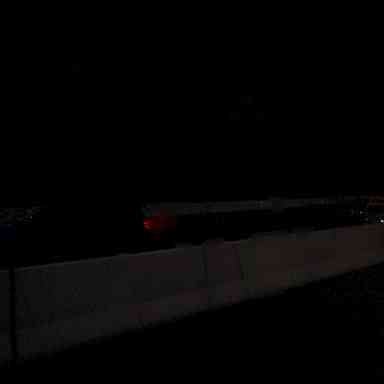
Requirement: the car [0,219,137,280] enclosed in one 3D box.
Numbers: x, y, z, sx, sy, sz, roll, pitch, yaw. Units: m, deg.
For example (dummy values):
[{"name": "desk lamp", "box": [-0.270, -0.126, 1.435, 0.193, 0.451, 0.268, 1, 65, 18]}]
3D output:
[{"name": "car", "box": [-3.892, 1.237, 9.920, 5.566, 2.045, 2.150, 0, 0, -37]}]
